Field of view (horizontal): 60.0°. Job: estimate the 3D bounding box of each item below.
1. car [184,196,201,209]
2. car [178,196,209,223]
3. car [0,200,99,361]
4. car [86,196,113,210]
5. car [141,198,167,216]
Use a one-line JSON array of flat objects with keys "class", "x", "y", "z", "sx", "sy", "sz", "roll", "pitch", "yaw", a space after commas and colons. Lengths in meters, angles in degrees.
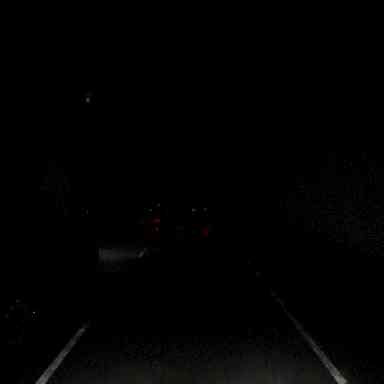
[{"class": "car", "x": 0.098, "y": 1.262, "z": 41.804, "sx": 2.033, "sy": 1.411, "sz": 5.357, "roll": 0, "pitch": 0, "yaw": 0}, {"class": "car", "x": 0.099, "y": 1.189, "z": 23.801, "sx": 2.097, "sy": 1.767, "sz": 4.553, "roll": 0, "pitch": 0, "yaw": 0}, {"class": "car", "x": -3.400, "y": 1.180, "z": 5.981, "sx": 2.150, "sy": 2.045, "sz": 5.566, "roll": 0, "pitch": 0, "yaw": 0}, {"class": "car", "x": -10.597, "y": 1.264, "z": 38.428, "sx": 1.812, "sy": 1.442, "sz": 4.674, "roll": 0, "pitch": 0, "yaw": 0}, {"class": "car", "x": -3.401, "y": 1.286, "z": 30.115, "sx": 2.128, "sy": 1.511, "sz": 4.902, "roll": 0, "pitch": 0, "yaw": 0}]
